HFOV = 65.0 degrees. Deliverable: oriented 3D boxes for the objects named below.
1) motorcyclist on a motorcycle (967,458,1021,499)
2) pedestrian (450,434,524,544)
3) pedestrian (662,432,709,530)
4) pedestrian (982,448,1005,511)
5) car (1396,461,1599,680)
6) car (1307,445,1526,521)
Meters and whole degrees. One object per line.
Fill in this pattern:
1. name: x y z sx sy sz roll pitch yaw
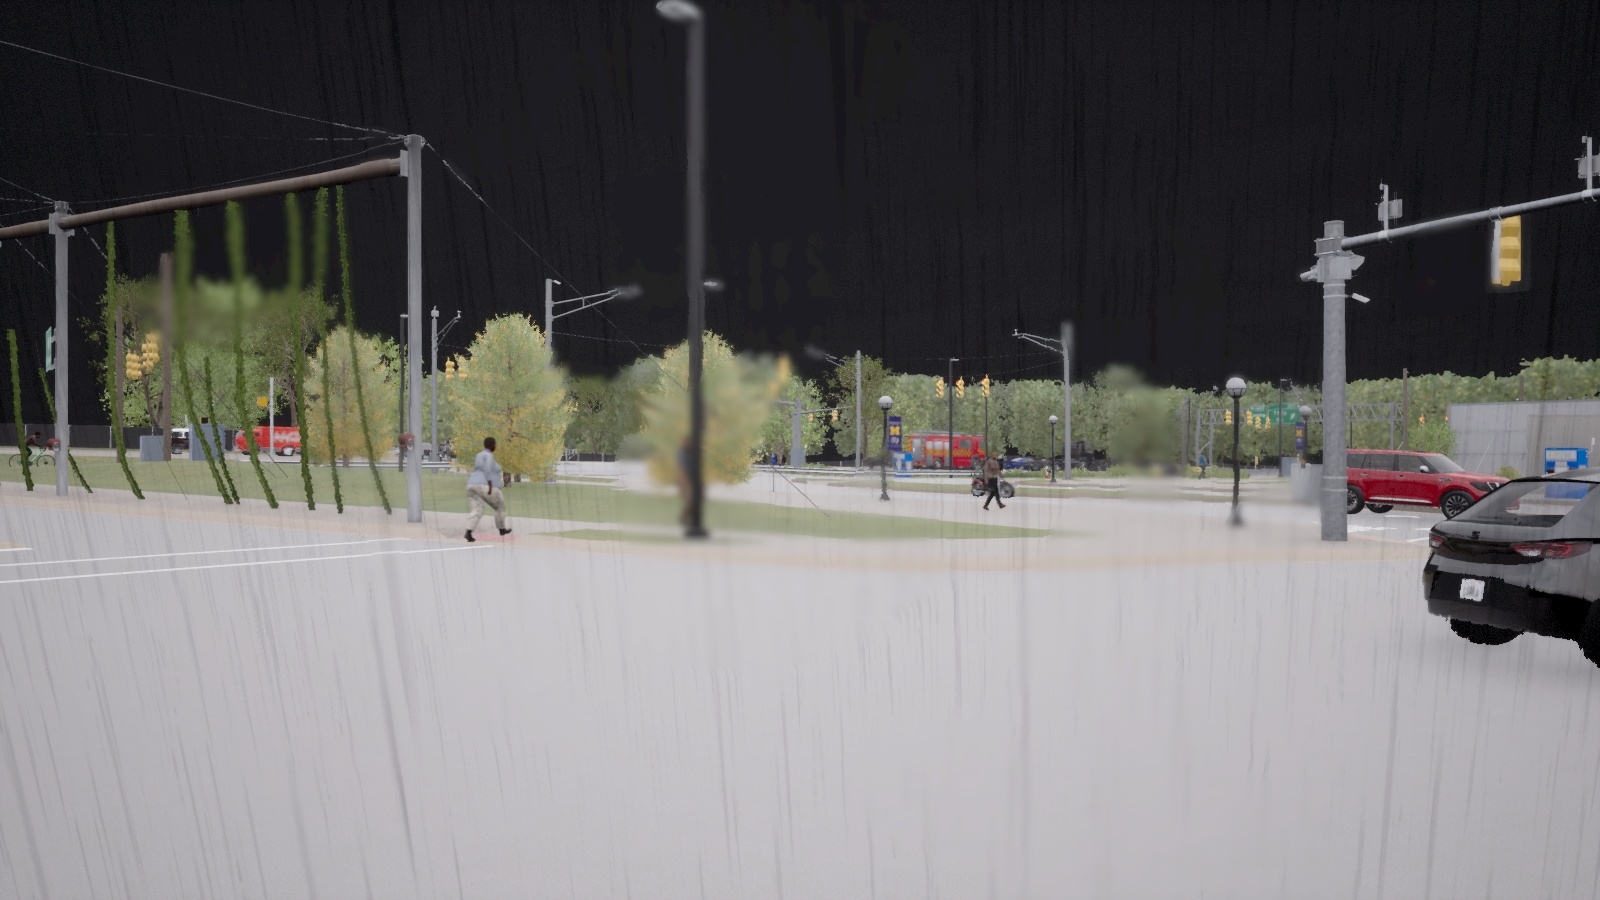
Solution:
1. motorcyclist on a motorcycle: 8.011 1.153 51.952 0.766 1.649 2.350 0 0 -38
2. pedestrian: -5.448 0.658 21.897 0.874 1.855 0.900 0 0 41
3. pedestrian: -2.198 0.580 24.089 0.694 1.848 0.540 0 0 31
4. pedestrian: 5.749 0.868 37.329 0.331 1.846 0.634 0 0 -34
5. car: 7.125 0.819 9.727 4.193 1.474 1.816 -1 -1 -7
6. car: 18.649 0.938 38.240 2.150 2.045 5.566 0 1 -38
